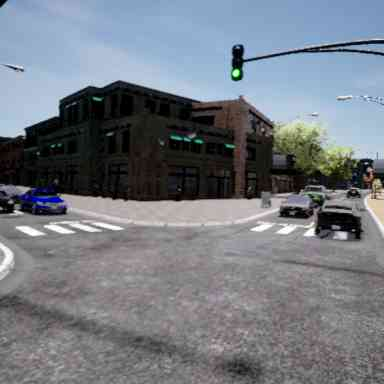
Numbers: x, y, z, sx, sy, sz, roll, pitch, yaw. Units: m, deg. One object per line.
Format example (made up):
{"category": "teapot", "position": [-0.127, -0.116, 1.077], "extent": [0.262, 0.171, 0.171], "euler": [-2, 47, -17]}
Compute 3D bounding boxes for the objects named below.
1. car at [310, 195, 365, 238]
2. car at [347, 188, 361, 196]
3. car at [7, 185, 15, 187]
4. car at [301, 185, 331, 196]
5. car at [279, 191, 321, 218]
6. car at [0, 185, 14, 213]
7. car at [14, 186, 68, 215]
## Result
{"category": "car", "position": [6.951, 1.141, 15.656], "extent": [1.837, 1.490, 4.892], "euler": [3, 2, 27]}
{"category": "car", "position": [28.019, 0.094, 57.430], "extent": [2.097, 1.767, 4.553], "euler": [3, 2, 29]}
{"category": "car", "position": [-15.638, 0.139, 28.106], "extent": [2.033, 1.411, 5.357], "euler": [1, 2, -40]}
{"category": "car", "position": [11.996, 0.391, 32.584], "extent": [2.150, 2.045, 5.566], "euler": [3, 2, 26]}
{"category": "car", "position": [7.531, 0.916, 23.445], "extent": [2.033, 1.411, 5.357], "euler": [3, 2, 26]}
{"category": "car", "position": [-12.171, 0.473, 20.249], "extent": [1.947, 1.339, 4.313], "euler": [1, 2, -41]}
{"category": "car", "position": [-9.359, 0.532, 20.758], "extent": [1.812, 1.442, 4.674], "euler": [1, 2, -41]}
